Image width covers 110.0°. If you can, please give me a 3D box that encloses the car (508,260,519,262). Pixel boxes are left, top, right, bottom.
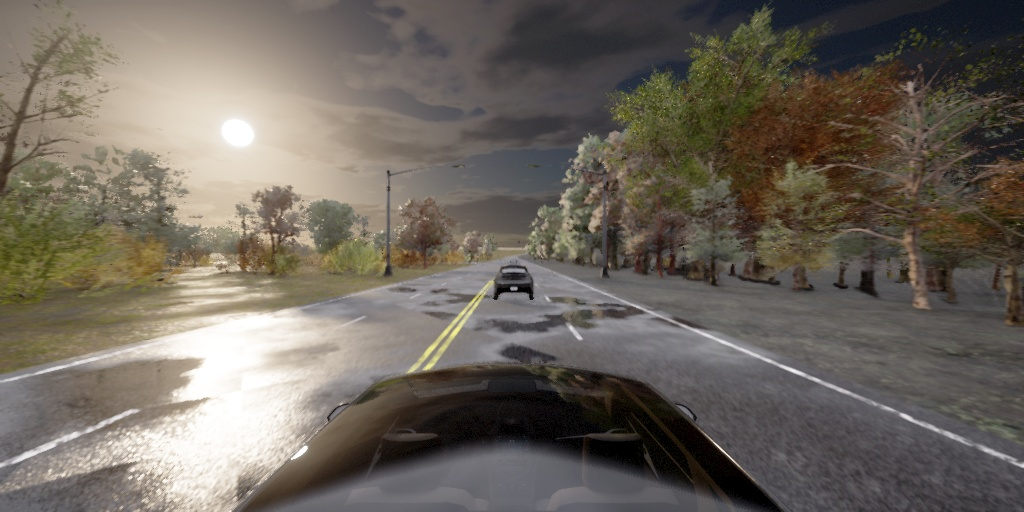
[{"bbox_3d":[0.199,1.297,38.940,2.033,1.411,5.357,0,0,0],"label":"car"}]

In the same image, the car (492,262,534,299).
[{"bbox_3d":[0.064,1.233,18.229,1.837,1.490,4.892,-1,-1,-1],"label":"car"}]
